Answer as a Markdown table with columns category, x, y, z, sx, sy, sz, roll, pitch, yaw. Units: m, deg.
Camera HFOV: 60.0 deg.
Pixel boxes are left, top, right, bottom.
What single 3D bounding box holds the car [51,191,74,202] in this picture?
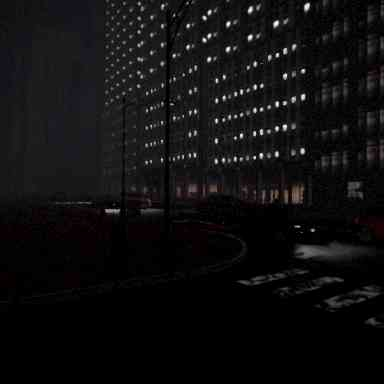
| category | x | y | z | sx | sy | sz | roll | pitch | yaw |
| --- | --- | --- | --- | --- | --- | --- | --- | --- | --- |
| car | -19.674 | 0.638 | 49.574 | 1.882 | 1.535 | 5.008 | 1 | 1 | -35 |

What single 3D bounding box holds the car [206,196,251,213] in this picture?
| category | x | y | z | sx | sy | sz | roll | pitch | yaw |
| --- | --- | --- | --- | --- | --- | --- | --- | --- | --- |
| car | 3.569 | 1.184 | 33.509 | 1.812 | 1.442 | 4.674 | 1 | 1 | -35 |

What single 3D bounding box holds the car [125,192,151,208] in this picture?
| category | x | y | z | sx | sy | sz | roll | pitch | yaw |
| --- | --- | --- | --- | --- | --- | --- | --- | --- | --- |
| car | -6.186 | 0.823 | 35.779 | 2.097 | 1.767 | 4.553 | 1 | 1 | -35 |

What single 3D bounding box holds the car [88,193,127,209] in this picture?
| category | x | y | z | sx | sy | sz | roll | pitch | yaw |
| --- | --- | --- | --- | --- | --- | --- | --- | --- | --- |
| car | -8.623 | 1.009 | 33.589 | 1.994 | 1.385 | 4.181 | 1 | 1 | -35 |

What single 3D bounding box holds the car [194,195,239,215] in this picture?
| category | x | y | z | sx | sy | sz | roll | pitch | yaw |
| --- | --- | --- | --- | --- | --- | --- | --- | --- | --- |
| car | 2.179 | 1.013 | 29.825 | 2.097 | 1.767 | 4.553 | 1 | 0 | -35 |

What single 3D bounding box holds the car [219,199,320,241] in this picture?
| category | x | y | z | sx | sy | sz | roll | pitch | yaw |
| --- | --- | --- | --- | --- | --- | --- | --- | --- | --- |
| car | 3.698 | 1.316 | 15.960 | 1.837 | 1.490 | 4.892 | 1 | 1 | -35 |

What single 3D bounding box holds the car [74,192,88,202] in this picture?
| category | x | y | z | sx | sy | sz | roll | pitch | yaw |
| --- | --- | --- | --- | --- | --- | --- | --- | --- | --- |
| car | -17.011 | 0.726 | 51.436 | 1.812 | 1.442 | 4.674 | 1 | 1 | -35 |

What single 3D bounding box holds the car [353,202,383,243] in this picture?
| category | x | y | z | sx | sy | sz | roll | pitch | yaw |
| --- | --- | --- | --- | --- | --- | --- | --- | --- | --- |
| car | 9.232 | 1.340 | 13.686 | 2.097 | 1.767 | 4.553 | 0 | 1 | -35 |
